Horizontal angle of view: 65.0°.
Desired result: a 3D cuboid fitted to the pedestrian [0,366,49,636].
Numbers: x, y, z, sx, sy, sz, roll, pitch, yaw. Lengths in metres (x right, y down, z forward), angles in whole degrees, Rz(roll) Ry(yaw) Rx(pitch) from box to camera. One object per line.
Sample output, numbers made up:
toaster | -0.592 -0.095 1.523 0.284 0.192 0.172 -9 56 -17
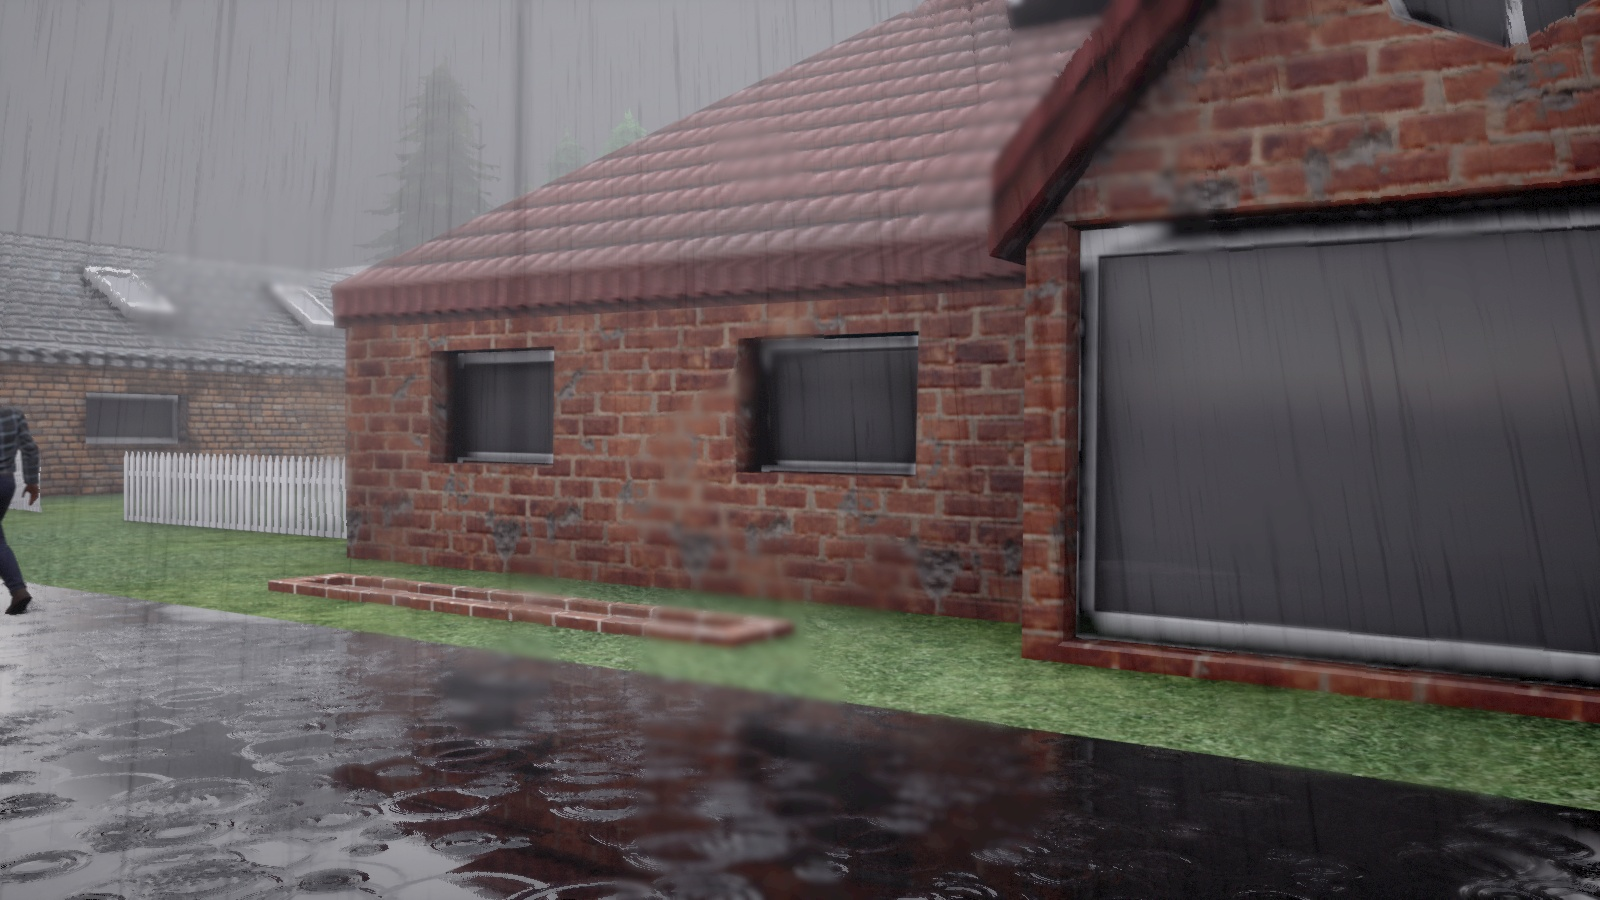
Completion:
pedestrian | -6.066 0.368 9.389 0.788 1.949 0.423 0 1 31
